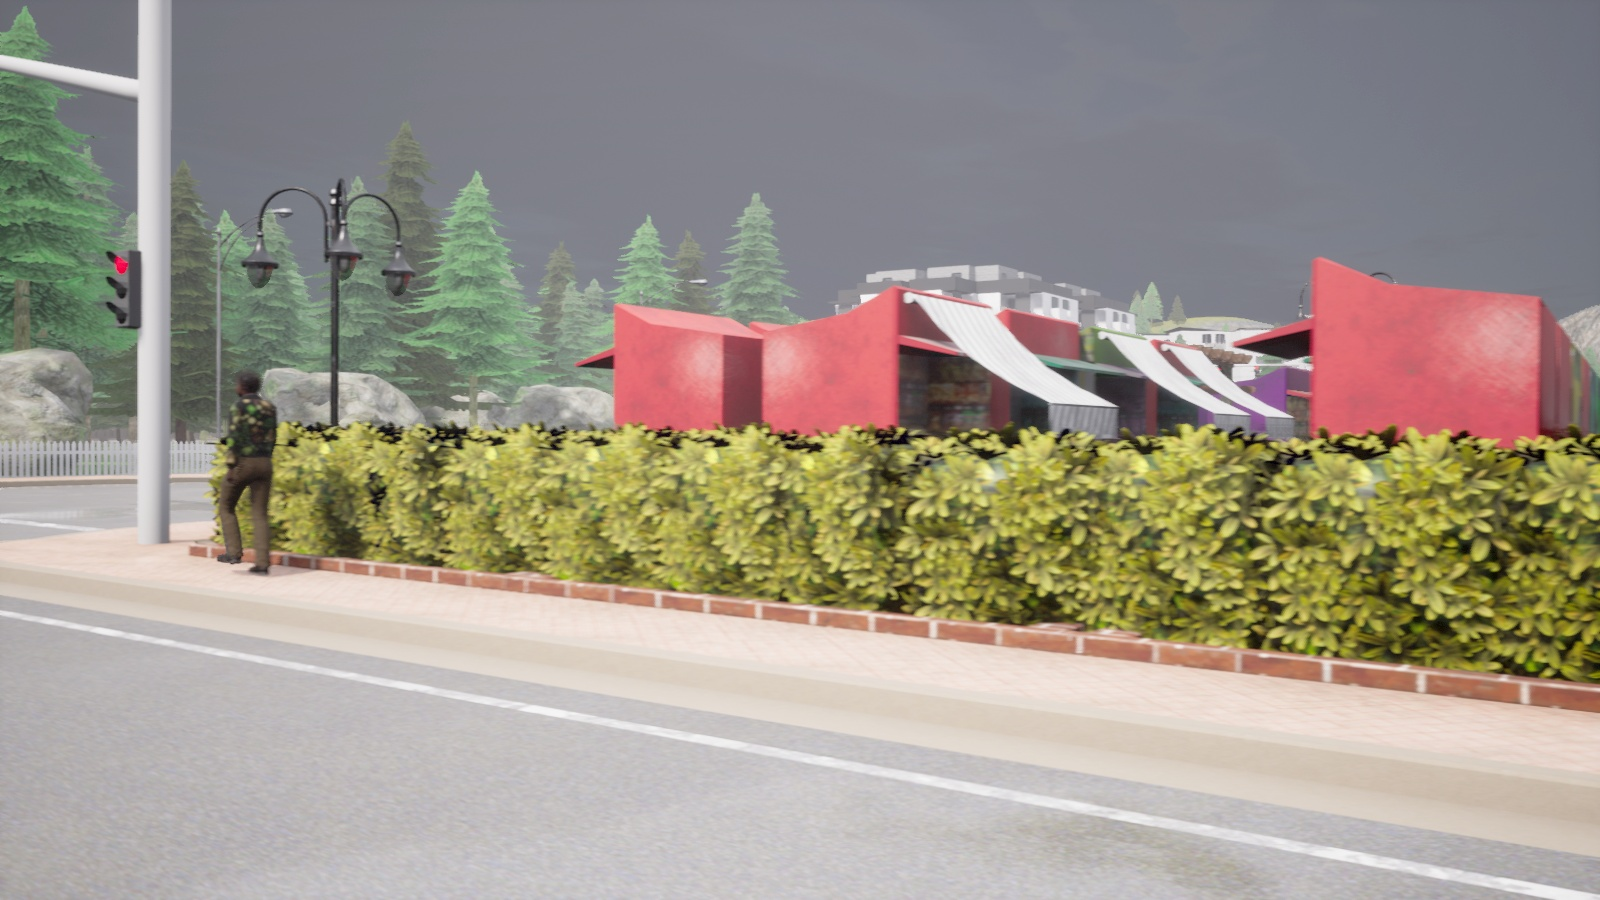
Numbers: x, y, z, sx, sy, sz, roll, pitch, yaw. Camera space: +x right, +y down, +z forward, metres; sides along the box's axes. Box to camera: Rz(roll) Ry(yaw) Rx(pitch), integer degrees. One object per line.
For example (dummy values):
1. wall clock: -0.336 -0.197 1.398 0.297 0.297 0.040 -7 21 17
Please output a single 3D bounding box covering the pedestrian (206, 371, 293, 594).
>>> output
1. pedestrian: -4.923 0.277 11.223 0.692 1.930 0.395 0 1 37
